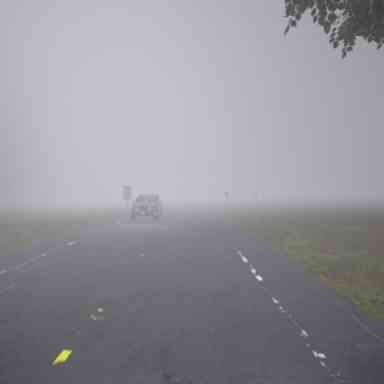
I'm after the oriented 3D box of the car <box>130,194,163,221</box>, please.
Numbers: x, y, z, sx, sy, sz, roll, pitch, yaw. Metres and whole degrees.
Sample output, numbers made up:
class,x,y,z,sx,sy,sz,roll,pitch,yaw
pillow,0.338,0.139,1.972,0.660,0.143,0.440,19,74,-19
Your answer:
class,x,y,z,sx,sy,sz,roll,pitch,yaw
car,-3.611,1.213,27.345,2.150,2.045,5.566,0,0,0
